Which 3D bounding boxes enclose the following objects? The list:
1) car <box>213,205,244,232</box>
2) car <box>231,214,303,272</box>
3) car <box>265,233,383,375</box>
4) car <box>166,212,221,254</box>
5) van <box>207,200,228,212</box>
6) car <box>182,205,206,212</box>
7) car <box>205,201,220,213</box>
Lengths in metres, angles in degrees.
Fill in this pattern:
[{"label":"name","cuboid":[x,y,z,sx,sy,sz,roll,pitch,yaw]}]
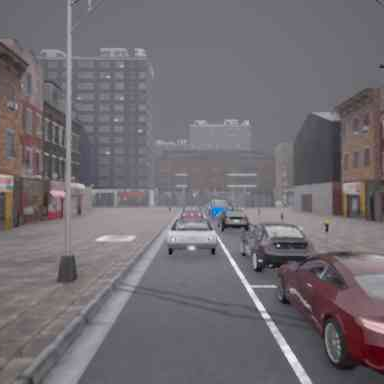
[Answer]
[{"label":"car","cuboid":[2.639,1.784,21.817,1.947,1.339,4.313,0,-1,0]},{"label":"car","cuboid":[2.641,1.658,10.943,2.008,1.369,4.403,0,-1,0]},{"label":"car","cuboid":[2.642,1.636,5.505,1.802,1.307,4.206,0,-1,0]},{"label":"car","cuboid":[-0.001,1.740,14.113,1.895,1.301,4.718,0,-1,0]},{"label":"van","cuboid":[2.638,1.674,32.694,1.690,1.788,3.998,0,-1,0]},{"label":"car","cuboid":[-0.004,1.895,29.110,1.895,1.301,4.718,0,-1,0]},{"label":"car","cuboid":[2.634,1.980,43.737,1.752,1.417,4.829,0,-1,0]}]
